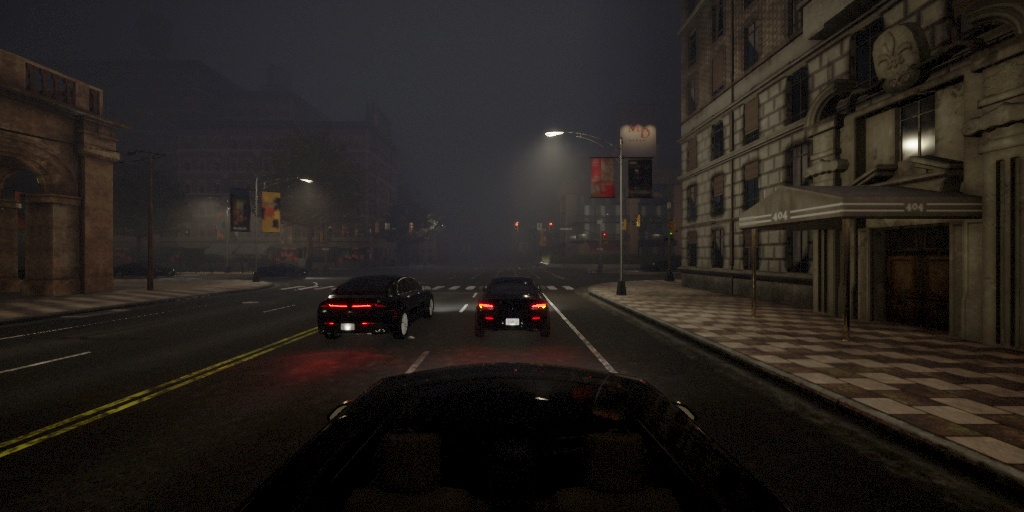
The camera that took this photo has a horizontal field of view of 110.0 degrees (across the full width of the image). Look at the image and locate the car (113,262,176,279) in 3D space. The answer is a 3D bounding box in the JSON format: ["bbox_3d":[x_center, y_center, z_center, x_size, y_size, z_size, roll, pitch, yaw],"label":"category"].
[{"bbox_3d":[-33.325,1.276,32.448,4.674,1.442,1.812,0,0,-1],"label":"car"}]

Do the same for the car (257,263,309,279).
[{"bbox_3d":[-20.789,1.314,32.495,4.181,1.385,1.994,0,0,0],"label":"car"}]

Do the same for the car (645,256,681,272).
[{"bbox_3d":[19.991,0.971,44.331,5.566,2.045,2.150,0,0,1],"label":"car"}]

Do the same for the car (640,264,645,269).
[{"bbox_3d":[19.999,1.297,47.848,5.357,1.411,2.033,0,0,0],"label":"car"}]

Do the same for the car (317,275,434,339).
[{"bbox_3d":[-3.494,1.255,10.036,1.837,1.490,4.892,0,0,0],"label":"car"}]

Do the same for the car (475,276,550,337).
[{"bbox_3d":[0.007,1.276,10.156,1.812,1.442,4.674,0,0,0],"label":"car"}]
